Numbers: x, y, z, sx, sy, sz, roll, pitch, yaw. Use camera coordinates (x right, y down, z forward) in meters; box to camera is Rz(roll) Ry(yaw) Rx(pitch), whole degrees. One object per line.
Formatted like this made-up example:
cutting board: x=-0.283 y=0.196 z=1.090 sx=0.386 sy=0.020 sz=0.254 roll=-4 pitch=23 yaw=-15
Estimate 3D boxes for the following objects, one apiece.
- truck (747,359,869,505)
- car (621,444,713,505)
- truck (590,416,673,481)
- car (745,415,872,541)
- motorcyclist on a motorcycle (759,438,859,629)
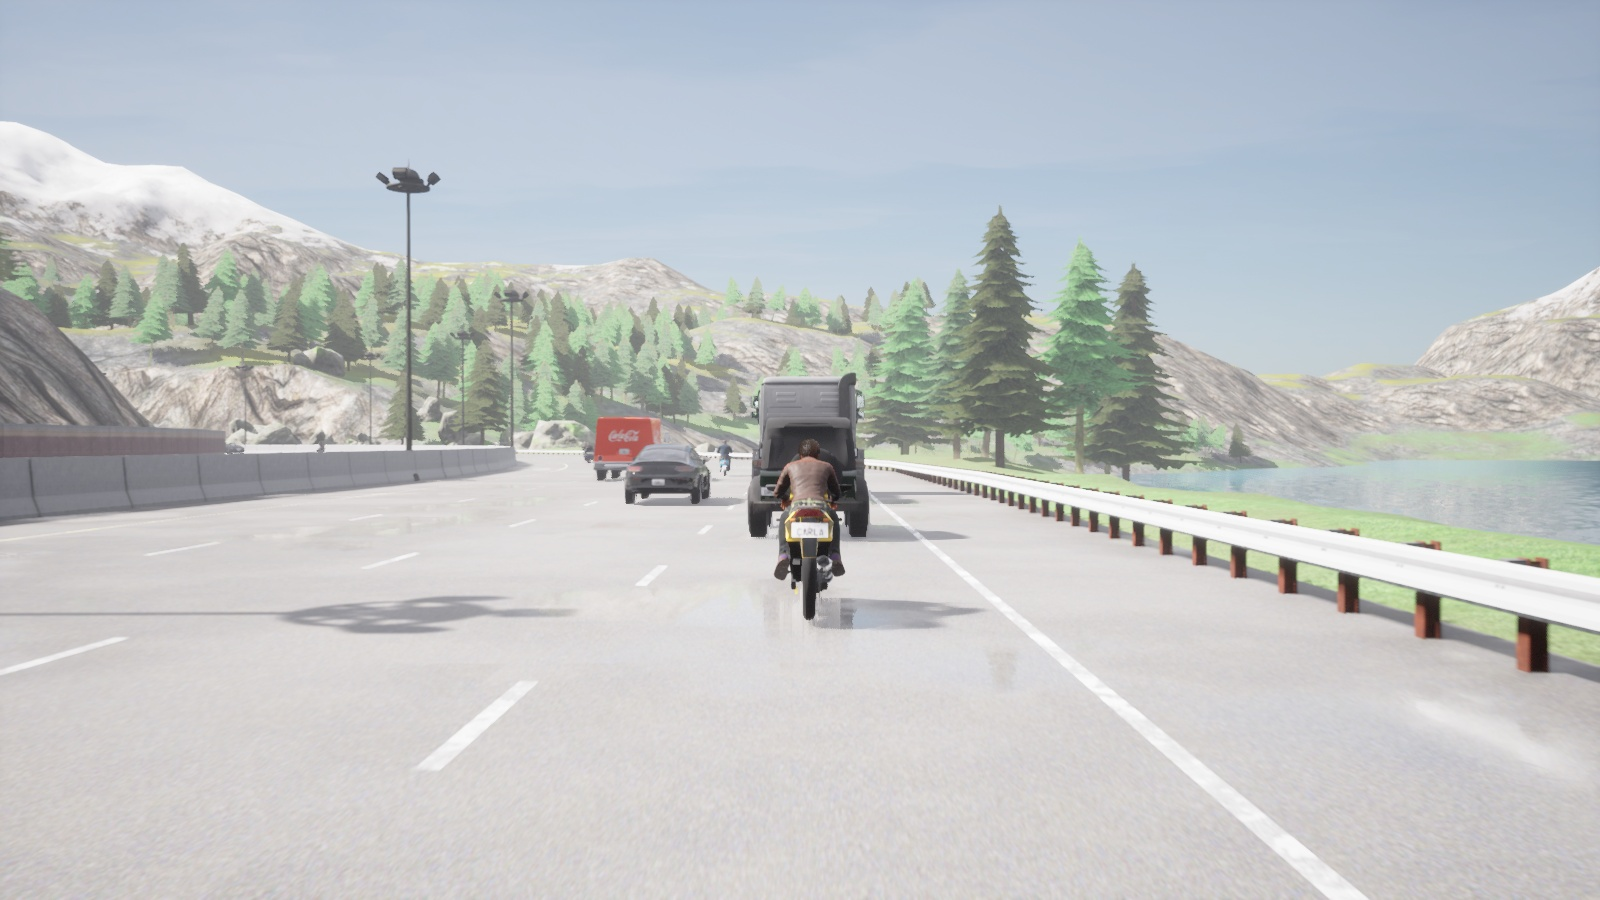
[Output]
truck: x=0.209 y=-0.451 z=33.844 sx=2.891 sy=3.462 sz=7.936 roll=0 pitch=0 yaw=0
car: x=-3.302 y=0.566 z=31.866 sx=1.812 sy=1.442 sz=4.674 roll=0 pitch=0 yaw=0
truck: x=-6.714 y=-0.069 z=50.635 sx=2.627 sy=2.467 sz=5.204 roll=0 pitch=0 yaw=0
car: x=0.135 y=0.409 z=20.777 sx=1.905 sy=1.878 sz=3.866 roll=0 pitch=0 yaw=0
motorcyclist on a motorcycle: x=0.079 y=0.658 z=11.031 sx=0.797 sy=1.523 sz=2.044 roll=0 pitch=0 yaw=0
